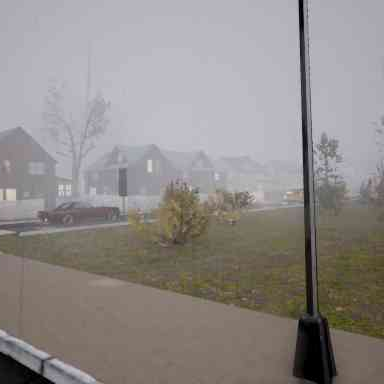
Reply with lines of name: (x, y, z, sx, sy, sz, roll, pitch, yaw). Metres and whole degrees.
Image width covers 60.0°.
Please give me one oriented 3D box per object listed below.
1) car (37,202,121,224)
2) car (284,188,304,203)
car: (-6.772, 1.253, 20.489, 1.895, 1.301, 4.718, -2, -1, 43)
car: (13.914, 0.594, 42.302, 1.882, 1.535, 5.008, -2, -1, 44)
